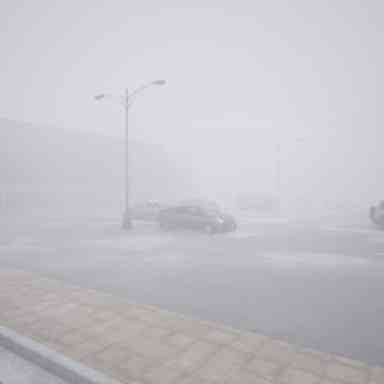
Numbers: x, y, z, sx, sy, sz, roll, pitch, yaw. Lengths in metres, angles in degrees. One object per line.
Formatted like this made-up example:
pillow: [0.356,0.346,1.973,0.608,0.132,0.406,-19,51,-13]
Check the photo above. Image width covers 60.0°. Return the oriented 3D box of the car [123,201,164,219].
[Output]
car: [-3.435,1.417,25.430,3.806,1.475,1.970,0,0,35]

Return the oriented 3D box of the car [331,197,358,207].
car: [23.940,1.572,52.264,3.806,1.475,1.970,0,0,35]

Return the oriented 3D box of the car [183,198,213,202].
car: [0.012,1.338,30.853,5.027,1.636,2.152,0,0,35]

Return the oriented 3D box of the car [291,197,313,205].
car: [19.608,1.559,58.986,3.633,1.501,1.845,0,0,35]

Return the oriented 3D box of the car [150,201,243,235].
car: [0.199,1.486,18.366,4.514,1.523,2.007,0,0,35]

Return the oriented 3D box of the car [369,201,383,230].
car: [12.381,1.289,18.242,4.605,1.855,1.932,0,0,35]

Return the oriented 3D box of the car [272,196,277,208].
car: [8.752,1.282,43.902,4.605,1.855,1.932,0,0,35]

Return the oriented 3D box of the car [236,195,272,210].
car: [7.409,1.262,41.293,3.866,1.878,1.905,0,0,35]
